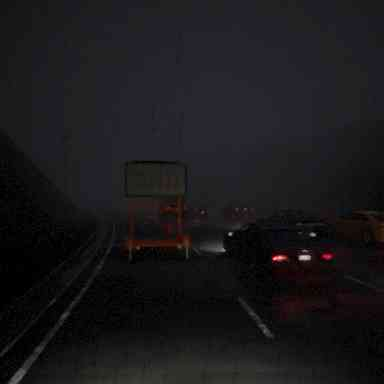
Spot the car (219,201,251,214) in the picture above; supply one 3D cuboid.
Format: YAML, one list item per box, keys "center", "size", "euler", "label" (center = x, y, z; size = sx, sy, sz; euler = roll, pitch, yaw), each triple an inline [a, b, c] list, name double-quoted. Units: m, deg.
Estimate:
- center: [4.379, 1.694, 33.321]
  size: [2.097, 1.767, 4.553]
  euler: [0, -1, -17]
  label: "car"

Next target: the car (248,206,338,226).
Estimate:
- center: [4.871, 1.675, 16.975]
  size: [2.128, 1.511, 4.902]
  euler: [0, -1, -10]
  label: "car"

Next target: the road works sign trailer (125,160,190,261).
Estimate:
- center: [-1.415, 0.588, 13.014]
  size: [2.380, 3.560, 2.880]
  euler: [0, -1, -12]
  label: "road works sign trailer"

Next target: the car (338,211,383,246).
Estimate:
- center: [8.523, 1.668, 16.427]
  size: [1.882, 1.535, 5.008]
  euler: [0, -1, -10]
  label: "car"

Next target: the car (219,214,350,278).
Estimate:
- center: [2.394, 1.660, 10.535]
  size: [2.033, 1.411, 5.357]
  euler: [0, -1, -8]
  label: "car"

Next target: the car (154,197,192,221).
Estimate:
- center: [-1.994, 1.512, 30.398]
  size: [2.150, 2.045, 5.566]
  euler: [0, -1, -16]
  label: "car"

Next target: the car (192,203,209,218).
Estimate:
- center: [0.308, 1.866, 34.632]
  size: [1.812, 1.442, 4.674]
  euler: [0, -1, -18]
  label: "car"
